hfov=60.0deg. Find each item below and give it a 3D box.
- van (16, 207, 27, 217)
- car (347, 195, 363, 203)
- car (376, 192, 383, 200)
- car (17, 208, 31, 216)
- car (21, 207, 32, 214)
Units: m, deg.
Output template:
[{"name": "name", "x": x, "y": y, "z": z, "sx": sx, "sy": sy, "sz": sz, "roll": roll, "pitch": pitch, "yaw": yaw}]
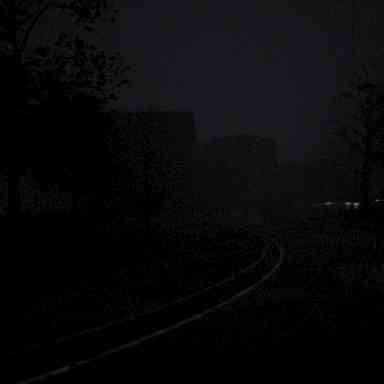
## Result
[{"name": "van", "x": -37.977, "y": 4.414, "z": 74.062, "sx": 1.878, "sy": 1.987, "sz": 4.442, "roll": 0, "pitch": -4, "yaw": -32}, {"name": "car", "x": 31.417, "y": 1.296, "z": 63.741, "sx": 4.892, "sy": 1.490, "sz": 1.837, "roll": -2, "pitch": 0, "yaw": -42}, {"name": "car", "x": 43.146, "y": 0.667, "z": 74.317, "sx": 5.566, "sy": 2.045, "sz": 2.150, "roll": -2, "pitch": 0, "yaw": -42}, {"name": "car", "x": -35.038, "y": 4.258, "z": 69.277, "sx": 2.163, "sy": 1.488, "sz": 4.792, "roll": 0, "pitch": -4, "yaw": -32}, {"name": "car", "x": -32.155, "y": 3.866, "z": 64.614, "sx": 2.002, "sy": 1.452, "sz": 4.674, "roll": 2, "pitch": -5, "yaw": -31}]
